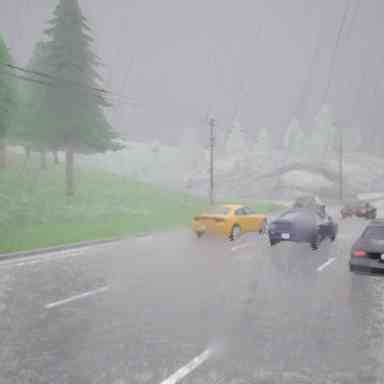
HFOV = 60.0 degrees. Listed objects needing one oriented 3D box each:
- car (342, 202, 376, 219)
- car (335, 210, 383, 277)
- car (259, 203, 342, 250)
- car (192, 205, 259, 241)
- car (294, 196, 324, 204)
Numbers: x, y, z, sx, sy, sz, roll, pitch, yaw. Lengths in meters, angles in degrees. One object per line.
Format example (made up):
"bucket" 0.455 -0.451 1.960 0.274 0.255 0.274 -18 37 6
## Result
"car" 12.862 1.389 25.548 1.895 1.301 4.718 0 1 35
"car" 5.795 1.469 9.398 2.033 1.411 5.357 0 1 35
"car" 4.704 1.410 13.902 1.812 1.442 4.674 0 0 35
"car" 1.973 1.343 16.103 1.882 1.535 5.008 0 0 35
"car" 10.170 1.112 28.793 2.097 1.767 4.553 0 0 30
